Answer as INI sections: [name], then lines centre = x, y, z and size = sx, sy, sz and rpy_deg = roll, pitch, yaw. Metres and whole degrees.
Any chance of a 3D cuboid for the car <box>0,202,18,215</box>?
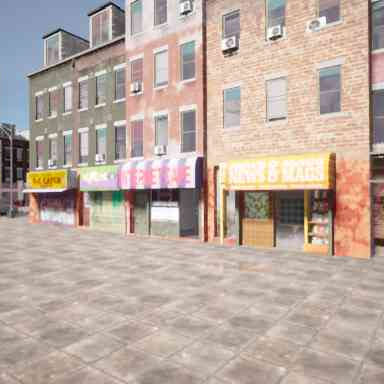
[car]
centre = -18.309, 1.567, 30.501
size = 1.994, 1.385, 4.181
rpy_deg = -1, 0, 36
